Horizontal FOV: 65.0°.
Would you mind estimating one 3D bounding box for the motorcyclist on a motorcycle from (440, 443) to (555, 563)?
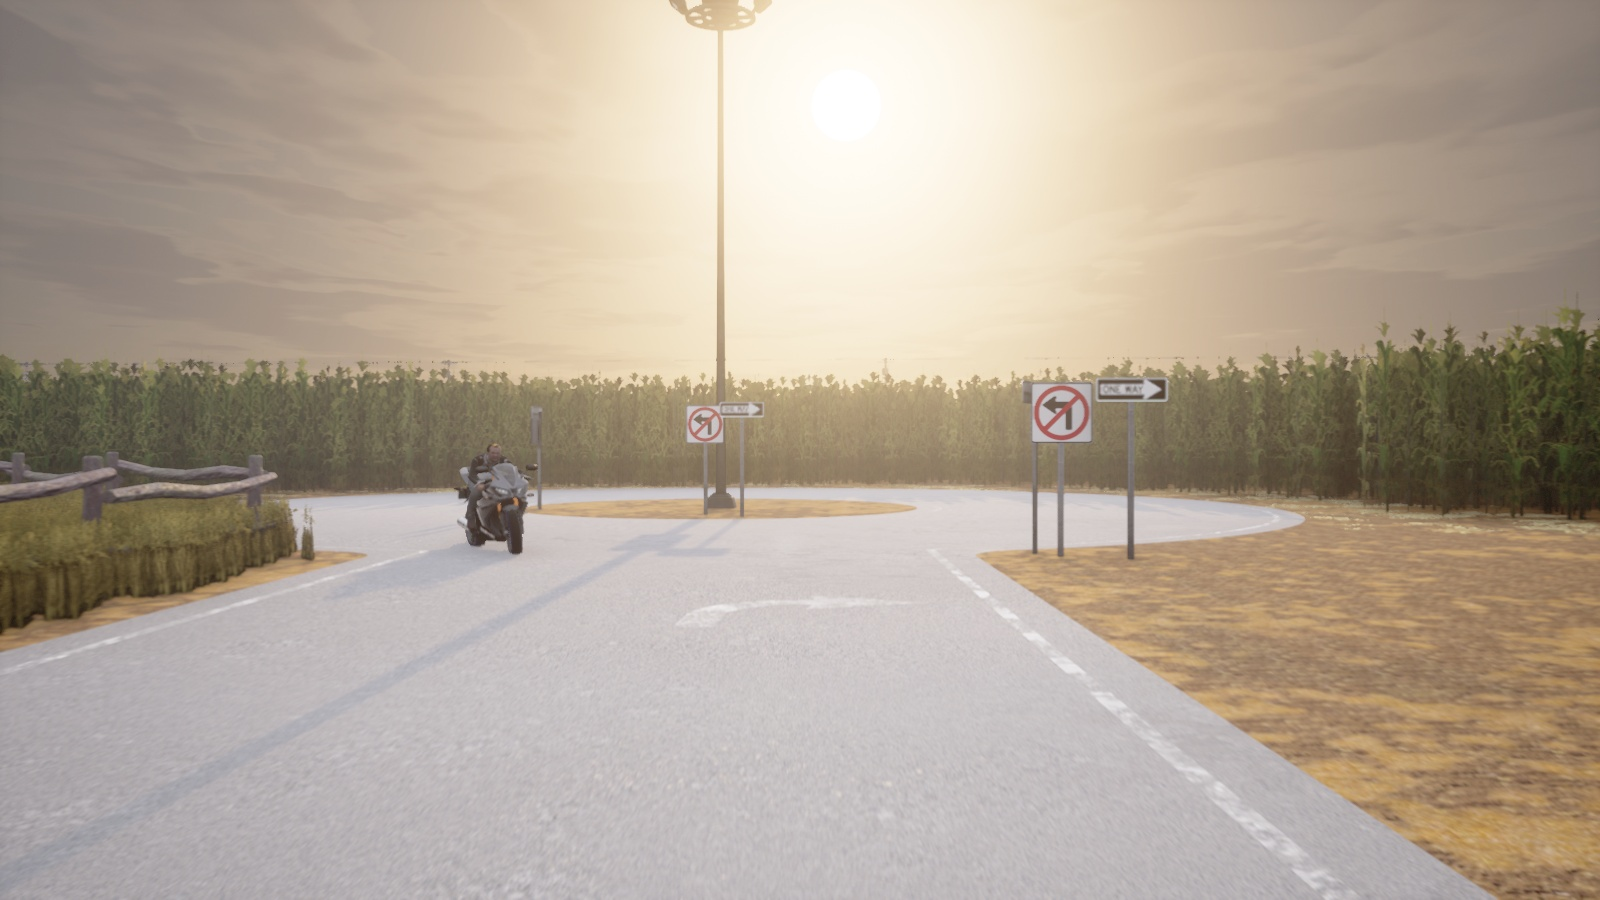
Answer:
[{"bbox_3d":[-4.226,0.680,17.405,0.866,1.530,2.191,-2,1,-32],"label":"motorcyclist on a motorcycle"}]
